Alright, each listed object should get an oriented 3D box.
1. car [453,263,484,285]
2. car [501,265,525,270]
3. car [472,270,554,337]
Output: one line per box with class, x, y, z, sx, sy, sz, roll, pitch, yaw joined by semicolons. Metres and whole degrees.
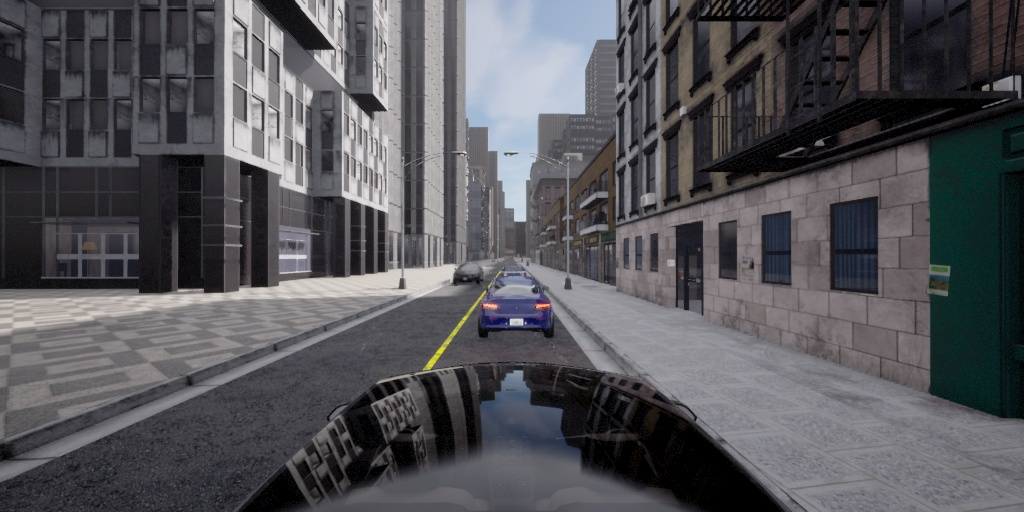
car;-3.110;1.247;26.272;1.882;1.535;5.008;0;0;0
car;0.092;1.372;27.879;1.895;1.301;4.718;0;0;-1
car;0.096;1.279;10.134;1.812;1.442;4.674;0;0;0
